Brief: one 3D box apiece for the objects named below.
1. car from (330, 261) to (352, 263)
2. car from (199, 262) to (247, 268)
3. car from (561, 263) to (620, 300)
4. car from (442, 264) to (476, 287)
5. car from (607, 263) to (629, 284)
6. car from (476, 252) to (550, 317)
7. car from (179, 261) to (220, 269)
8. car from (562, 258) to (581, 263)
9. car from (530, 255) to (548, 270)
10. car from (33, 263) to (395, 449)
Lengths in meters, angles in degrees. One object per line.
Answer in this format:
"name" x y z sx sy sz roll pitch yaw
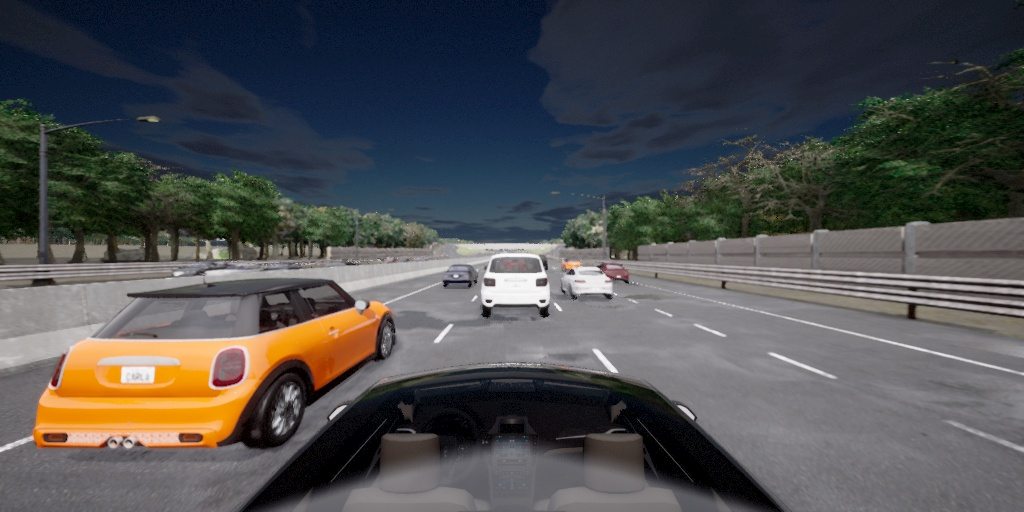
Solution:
"car" -14.013 1.192 28.933 1.837 1.490 4.892 0 0 0
"car" -21.022 1.290 27.712 1.895 1.301 4.718 0 0 0
"car" 3.529 1.237 17.383 1.812 1.442 4.674 0 0 0
"car" -3.347 1.245 23.977 2.033 1.411 5.357 0 0 0
"car" 7.165 1.219 26.270 1.812 1.442 4.674 0 0 0
"car" 0.117 0.941 13.221 2.150 2.045 5.566 0 0 0
"car" -24.512 1.178 28.772 2.128 1.511 4.902 0 0 0
"car" 7.291 1.007 44.022 2.097 1.767 4.553 0 0 1
"car" 3.747 0.860 50.218 2.150 2.045 5.566 0 0 1
"car" -3.395 1.091 5.382 2.097 1.767 4.553 0 0 0
